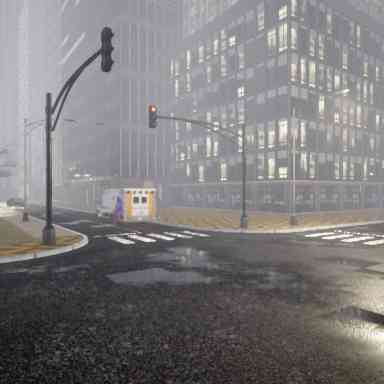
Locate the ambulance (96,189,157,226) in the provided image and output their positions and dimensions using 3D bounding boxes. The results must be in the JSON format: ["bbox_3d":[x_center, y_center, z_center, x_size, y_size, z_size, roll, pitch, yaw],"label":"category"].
[{"bbox_3d":[-4.991,1.029,23.871,2.351,2.431,6.366,0,0,-35],"label":"ambulance"}]

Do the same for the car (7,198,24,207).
[{"bbox_3d":[-26.818,1.549,50.548,2.033,1.411,5.357,0,0,-35],"label":"car"}]
